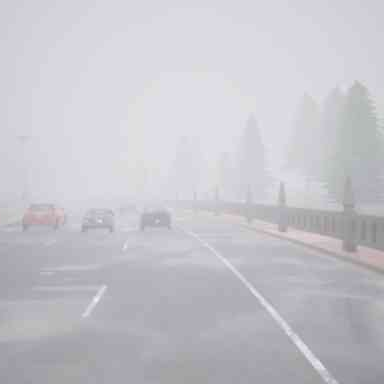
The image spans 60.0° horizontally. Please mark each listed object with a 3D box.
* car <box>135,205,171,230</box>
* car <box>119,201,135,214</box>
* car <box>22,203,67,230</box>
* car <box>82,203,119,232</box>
[{"bbox_3d":[-2.563,1.599,22.147,1.882,1.535,5.008,0,0,-11],"label":"car"},{"bbox_3d":[-7.802,1.754,39.236,1.812,1.442,4.674,0,0,-22],"label":"car"},{"bbox_3d":[-9.841,1.506,22.544,2.097,1.767,4.553,0,0,-13],"label":"car"},{"bbox_3d":[-5.837,1.677,21.055,2.033,1.411,5.357,0,0,-12],"label":"car"}]
